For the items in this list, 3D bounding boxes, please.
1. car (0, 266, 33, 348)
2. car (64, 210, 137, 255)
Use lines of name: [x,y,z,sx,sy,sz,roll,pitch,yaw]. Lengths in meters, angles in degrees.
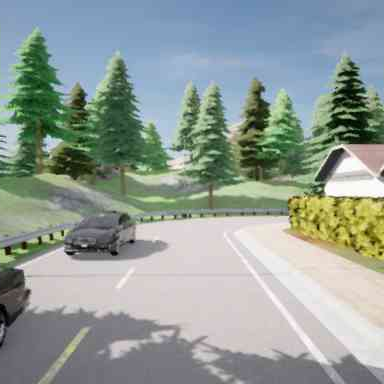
car: [-3.611,1.558,3.268,2.033,1.411,5.357,0,0,0]
car: [-3.508,1.544,13.501,1.837,1.490,4.892,0,0,2]
